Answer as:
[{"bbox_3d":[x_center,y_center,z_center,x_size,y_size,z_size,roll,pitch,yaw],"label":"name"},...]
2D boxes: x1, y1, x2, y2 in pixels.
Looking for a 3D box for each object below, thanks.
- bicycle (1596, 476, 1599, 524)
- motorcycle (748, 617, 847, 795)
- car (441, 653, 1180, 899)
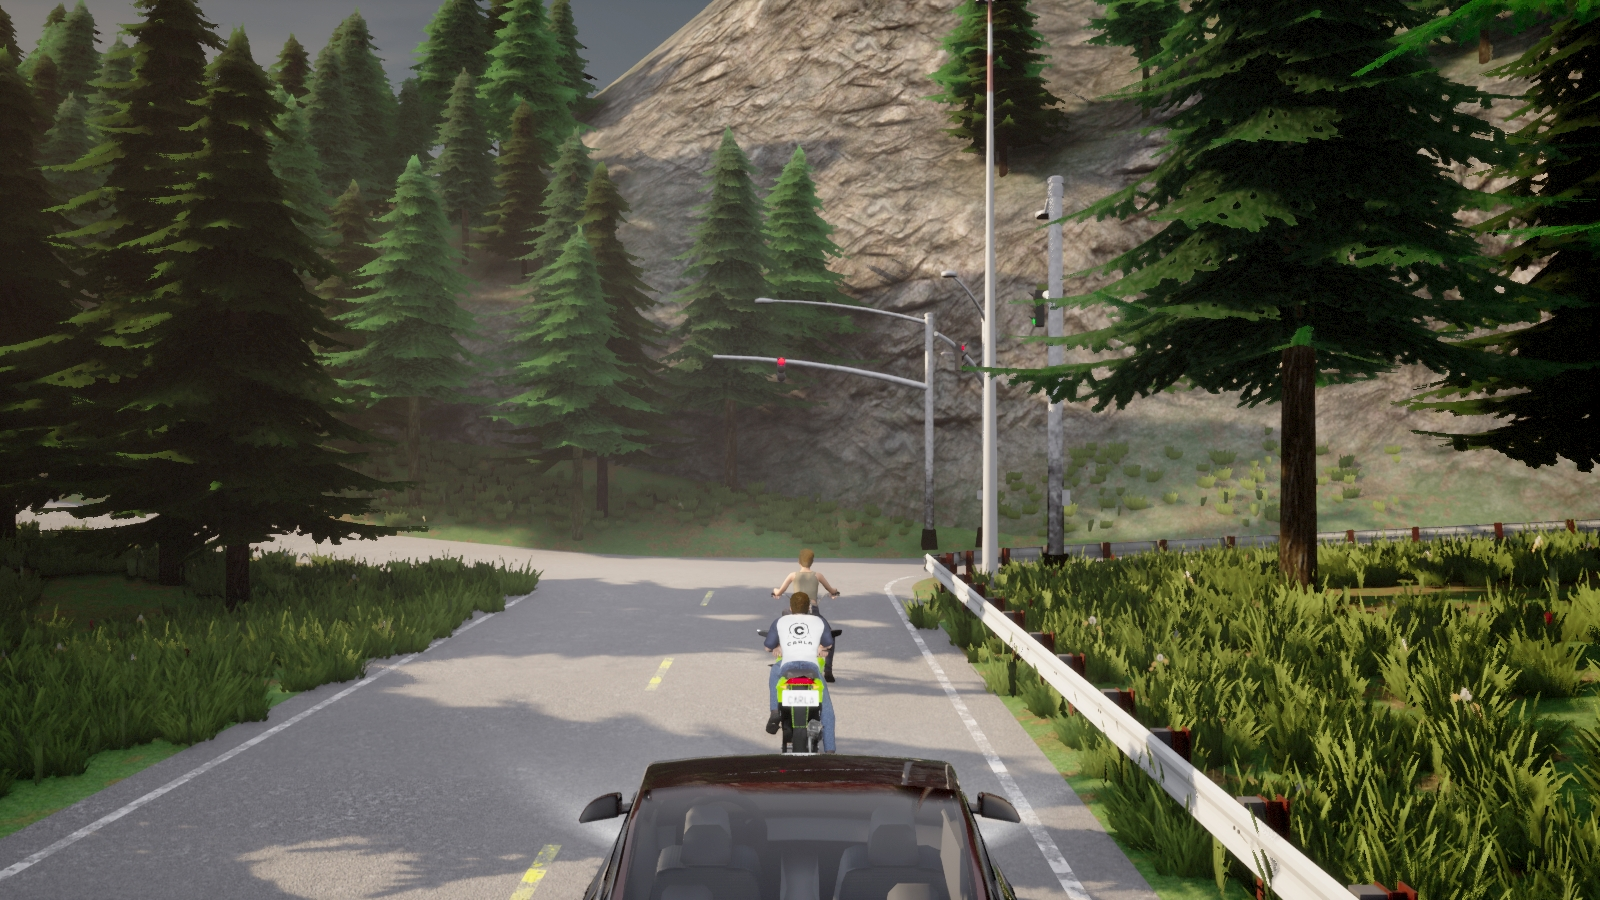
[{"bbox_3d":[21.727,1.355,29.474,1.835,1.471,0.329,-5,-2,26],"label":"bicycle"},{"bbox_3d":[-0.020,2.213,10.238,0.803,1.145,2.033,0,0,0],"label":"motorcycle"},{"bbox_3d":[0.029,2.063,5.012,2.163,1.488,4.792,0,0,0],"label":"car"}]
